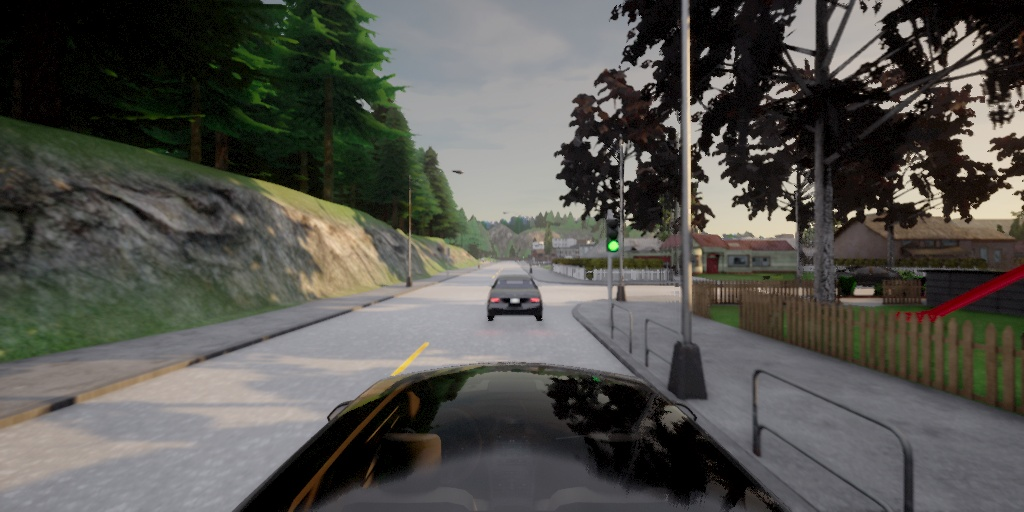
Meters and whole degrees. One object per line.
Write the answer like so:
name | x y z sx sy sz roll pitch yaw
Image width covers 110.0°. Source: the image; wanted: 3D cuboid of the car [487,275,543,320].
car | 0.091 1.379 13.055 2.033 1.411 5.357 0 0 0

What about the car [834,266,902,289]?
car | 23.610 1.418 24.512 4.892 1.490 1.837 0 0 0
